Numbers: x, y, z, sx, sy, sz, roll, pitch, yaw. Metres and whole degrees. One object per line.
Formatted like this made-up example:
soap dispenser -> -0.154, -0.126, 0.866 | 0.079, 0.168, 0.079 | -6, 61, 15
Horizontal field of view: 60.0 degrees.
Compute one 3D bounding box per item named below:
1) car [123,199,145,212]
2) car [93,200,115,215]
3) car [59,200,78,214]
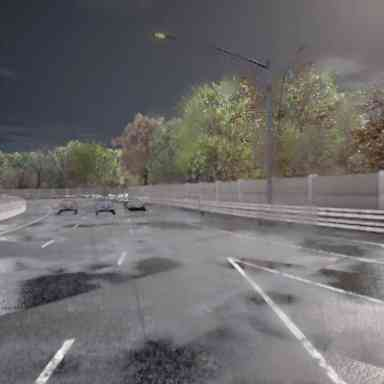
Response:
car -> -6.712, 1.489, 38.179 | 1.994, 1.385, 4.181 | 0, 0, -21
car -> -8.911, 1.503, 33.754 | 2.033, 1.411, 5.357 | -1, 0, -19
car -> -13.162, 1.536, 35.436 | 2.033, 1.411, 5.357 | -1, 0, -20
